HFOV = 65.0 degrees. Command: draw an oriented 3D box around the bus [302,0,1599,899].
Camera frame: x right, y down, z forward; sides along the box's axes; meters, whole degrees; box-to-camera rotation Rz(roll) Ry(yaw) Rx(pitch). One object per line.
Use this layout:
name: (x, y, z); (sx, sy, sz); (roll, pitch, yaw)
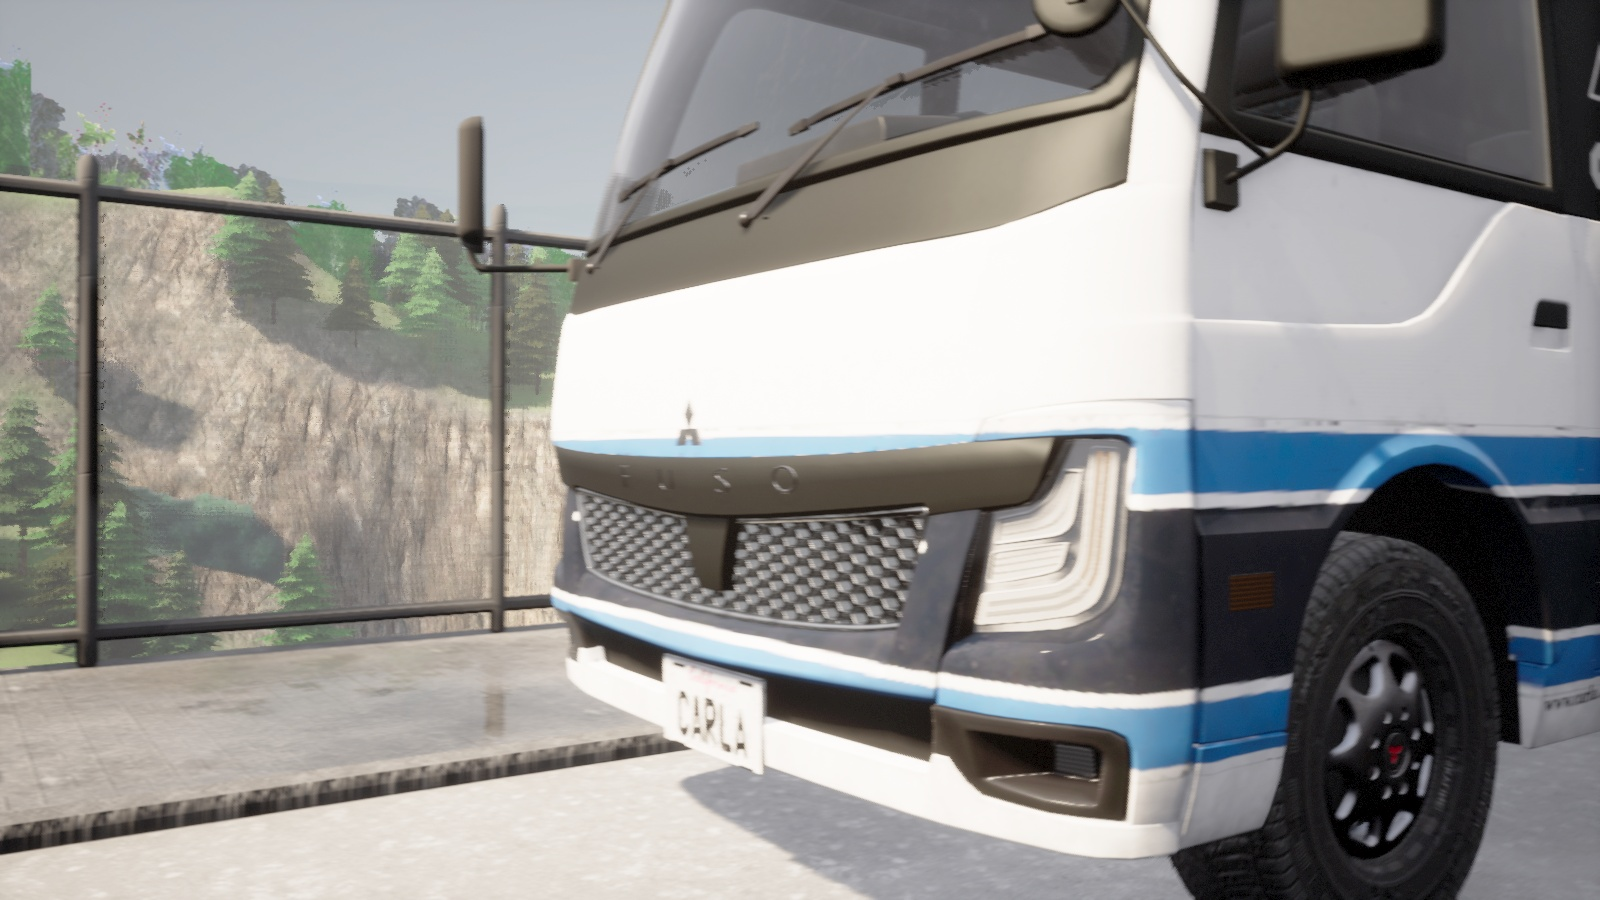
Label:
bus: (3.270, -0.622, 6.549); (10.273, 4.253, 3.944); (0, 0, -35)
